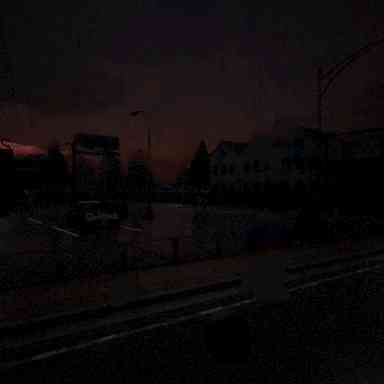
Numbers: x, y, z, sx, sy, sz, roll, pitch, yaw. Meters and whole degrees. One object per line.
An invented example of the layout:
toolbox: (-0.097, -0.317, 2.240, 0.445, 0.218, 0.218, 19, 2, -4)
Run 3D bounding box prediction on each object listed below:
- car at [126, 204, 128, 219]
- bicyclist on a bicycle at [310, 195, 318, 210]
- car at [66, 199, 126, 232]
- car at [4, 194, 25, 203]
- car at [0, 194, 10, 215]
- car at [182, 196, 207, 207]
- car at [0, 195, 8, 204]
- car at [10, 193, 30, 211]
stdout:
car: (-6.502, 1.323, 25.718, 2.007, 1.523, 4.514, 0, 0, -36)
bicyclist on a bicycle: (13.602, 1.158, 36.807, 1.656, 1.620, 0.582, 0, 0, -36)
car: (-5.368, 1.254, 17.856, 1.970, 1.475, 3.806, 0, 0, -36)
car: (-39.048, 1.340, 73.187, 3.866, 1.878, 1.905, 0, 0, -36)
car: (-17.978, 1.116, 29.805, 1.932, 1.855, 4.605, 0, 0, -36)
car: (0.381, 1.379, 48.824, 1.812, 1.442, 4.674, 0, 0, -36)
car: (-39.272, 1.503, 66.058, 4.611, 1.667, 2.242, 0, 0, -36)
car: (-19.894, 1.099, 38.114, 1.905, 1.878, 3.866, 0, 0, -36)
